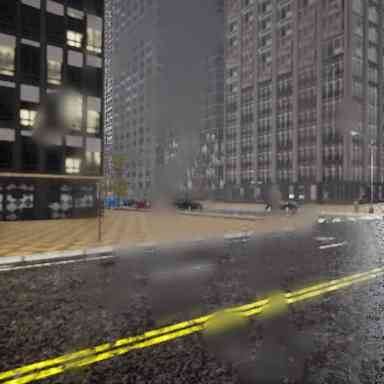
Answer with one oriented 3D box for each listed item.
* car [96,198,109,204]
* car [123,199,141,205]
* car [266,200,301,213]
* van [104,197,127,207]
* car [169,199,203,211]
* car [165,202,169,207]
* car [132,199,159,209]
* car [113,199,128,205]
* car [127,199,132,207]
[{"bbox_3d":[-22.605,2.288,83.958,1.947,1.339,4.313,0,-1,-36],"label":"car"},{"bbox_3d":[-12.729,2.105,70.212,1.947,1.339,4.313,0,-1,-36],"label":"car"},{"bbox_3d":[10.419,1.660,38.211,2.008,1.369,4.403,0,-1,-36],"label":"car"},{"bbox_3d":[-12.957,1.675,56.164,1.690,1.788,3.998,0,-1,-36],"label":"van"},{"bbox_3d":[-0.516,1.644,43.314,1.882,1.535,5.008,1,-1,-36],"label":"car"},{"bbox_3d":[-2.853,1.922,56.464,1.947,1.339,4.313,0,-1,-36],"label":"car"},{"bbox_3d":[-6.373,1.651,47.001,1.967,1.590,4.097,0,-1,-36],"label":"car"},{"bbox_3d":[-16.021,2.182,74.793,1.802,1.307,4.206,0,-1,-36],"label":"car"},{"bbox_3d":[-12.731,1.946,60.476,2.033,1.411,5.357,1,-1,-36],"label":"car"}]
